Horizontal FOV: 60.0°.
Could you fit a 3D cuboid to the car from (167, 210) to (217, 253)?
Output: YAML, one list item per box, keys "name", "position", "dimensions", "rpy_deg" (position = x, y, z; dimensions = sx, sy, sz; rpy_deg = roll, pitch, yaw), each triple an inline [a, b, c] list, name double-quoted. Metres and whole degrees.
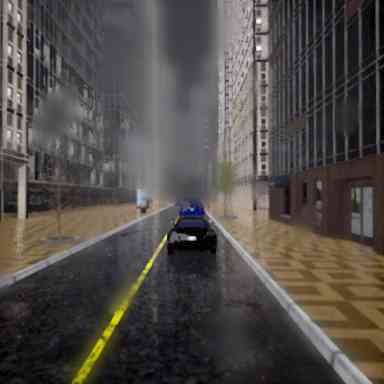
- name: "car"
  position: [0.002, 1.704, 14.300]
  dimensions: [1.994, 1.385, 4.181]
  rpy_deg: [0, -1, 0]

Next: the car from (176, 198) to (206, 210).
- name: "car"
  position: [-0.001, 1.514, 29.036]
  dimensions: [2.150, 2.045, 5.566]
  rpy_deg: [0, -1, 0]

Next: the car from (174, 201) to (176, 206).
- name: "car"
  position: [-2.754, 2.289, 71.809]
  dimensions: [1.882, 1.535, 5.008]
  rpy_deg: [0, -1, 0]
